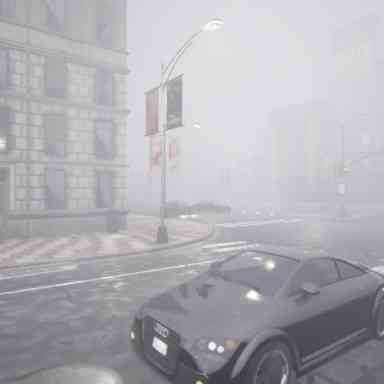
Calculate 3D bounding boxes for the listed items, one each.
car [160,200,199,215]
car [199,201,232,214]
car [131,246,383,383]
[{"bbox_3d":[-1.579,1.564,34.067,1.994,1.385,4.181,0,0,-36],"label":"car"},{"bbox_3d":[2.082,1.601,34.965,1.895,1.301,4.718,0,0,-36],"label":"car"},{"bbox_3d":[1.239,1.564,4.958,4.181,1.385,1.994,0,0,-36],"label":"car"}]
